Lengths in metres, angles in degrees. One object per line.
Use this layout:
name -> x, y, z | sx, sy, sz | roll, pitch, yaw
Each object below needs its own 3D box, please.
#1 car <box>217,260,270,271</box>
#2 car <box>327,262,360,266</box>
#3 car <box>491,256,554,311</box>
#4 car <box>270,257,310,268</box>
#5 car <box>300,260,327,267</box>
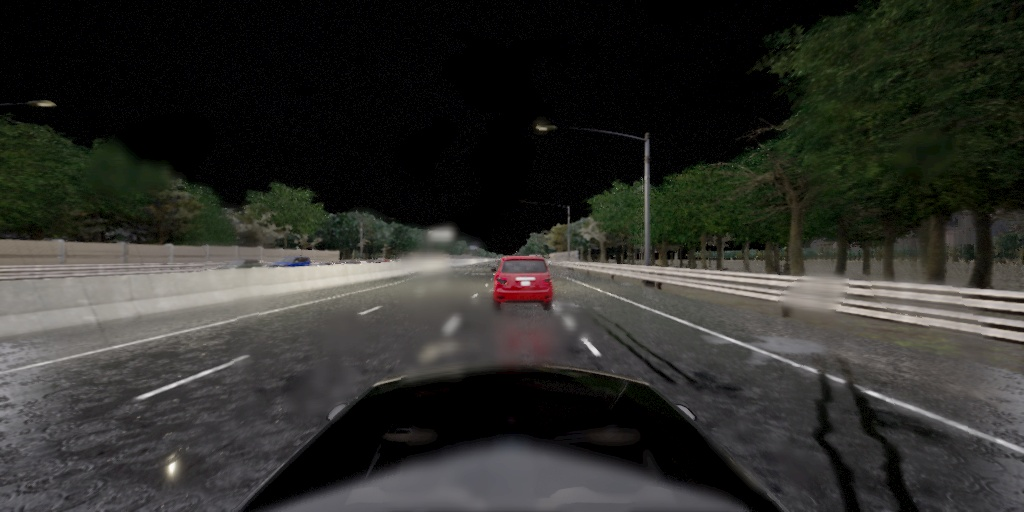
car -> -28.150, 1.201, 37.387 | 2.097, 1.767, 4.553 | 0, 0, 0
car -> -17.654, 1.402, 39.285 | 2.033, 1.411, 5.357 | 0, 0, 0
car -> 0.347, 1.038, 14.849 | 2.150, 2.045, 5.566 | 0, 0, -2
car -> -24.646, 1.082, 40.072 | 2.150, 2.045, 5.566 | 0, -1, 0
car -> -21.151, 1.422, 39.973 | 1.994, 1.385, 4.181 | 0, 0, 0
